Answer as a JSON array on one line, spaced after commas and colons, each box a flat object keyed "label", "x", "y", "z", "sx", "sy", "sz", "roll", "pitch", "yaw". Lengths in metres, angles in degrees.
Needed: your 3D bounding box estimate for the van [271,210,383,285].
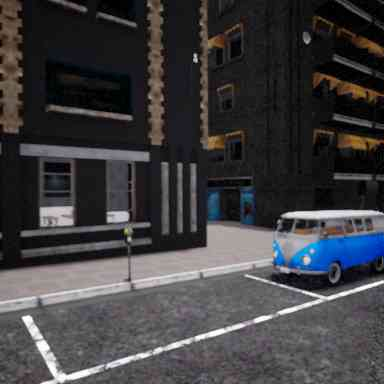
[{"label": "van", "x": 3.999, "y": 1.421, "z": 9.431, "sx": 3.998, "sy": 1.788, "sz": 1.690, "roll": 1, "pitch": -1, "yaw": -35}]
